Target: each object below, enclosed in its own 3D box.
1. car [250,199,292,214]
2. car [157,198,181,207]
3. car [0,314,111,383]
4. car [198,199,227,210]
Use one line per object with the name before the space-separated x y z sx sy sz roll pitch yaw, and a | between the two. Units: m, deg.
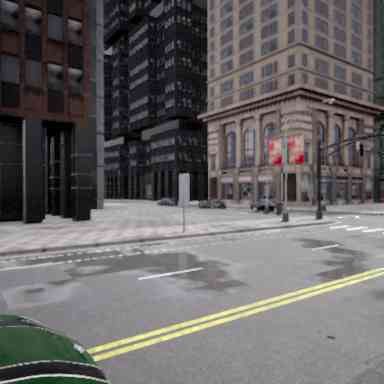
car | 8.266 1.481 35.028 2.128 1.511 4.902 0 0 -35
car | -3.459 1.562 51.627 2.033 1.411 5.357 0 0 -36
car | -2.603 1.355 1.582 4.553 1.767 2.097 0 0 -35
car | 2.603 1.565 43.031 1.994 1.385 4.181 0 0 -36
